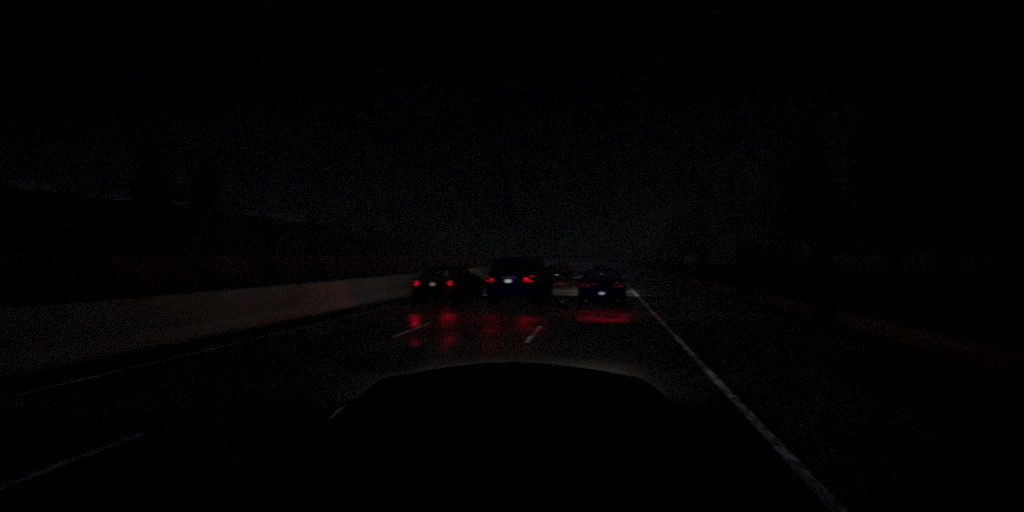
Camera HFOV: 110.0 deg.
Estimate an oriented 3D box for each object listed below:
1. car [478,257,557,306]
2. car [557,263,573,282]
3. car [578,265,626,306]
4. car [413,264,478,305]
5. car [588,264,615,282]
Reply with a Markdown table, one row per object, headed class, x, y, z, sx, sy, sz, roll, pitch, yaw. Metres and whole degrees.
| class | x | y | z | sx | sy | sz | roll | pitch | yaw |
| --- | --- | --- | --- | --- | --- | --- | --- | --- | --- |
| car | 0.500 | 1.062 | 16.460 | 2.150 | 2.045 | 5.566 | -1 | 0 | 14 |
| car | 4.228 | 1.373 | 31.453 | 1.882 | 1.535 | 5.008 | -1 | 0 | 14 |
| car | 4.015 | 1.269 | 16.063 | 1.882 | 1.535 | 5.008 | -1 | 0 | 14 |
| car | -2.879 | 1.250 | 17.360 | 2.097 | 1.767 | 4.553 | -1 | -1 | 14 |
| car | 7.585 | 1.404 | 30.442 | 1.994 | 1.385 | 4.181 | -1 | 0 | 14 |
